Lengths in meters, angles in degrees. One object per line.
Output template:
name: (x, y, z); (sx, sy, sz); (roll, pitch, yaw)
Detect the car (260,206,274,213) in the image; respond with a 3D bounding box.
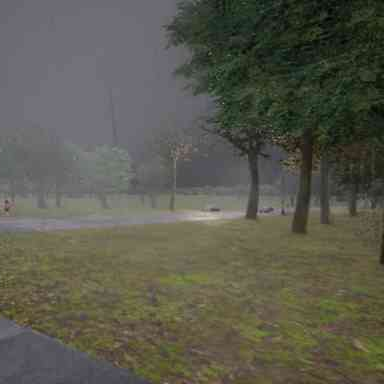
car: (15.659, 3.597, 69.381); (2.033, 1.411, 5.357); (1, -1, 29)

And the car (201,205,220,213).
car: (3.544, 3.158, 62.372); (1.812, 1.442, 4.674); (1, 0, 36)
